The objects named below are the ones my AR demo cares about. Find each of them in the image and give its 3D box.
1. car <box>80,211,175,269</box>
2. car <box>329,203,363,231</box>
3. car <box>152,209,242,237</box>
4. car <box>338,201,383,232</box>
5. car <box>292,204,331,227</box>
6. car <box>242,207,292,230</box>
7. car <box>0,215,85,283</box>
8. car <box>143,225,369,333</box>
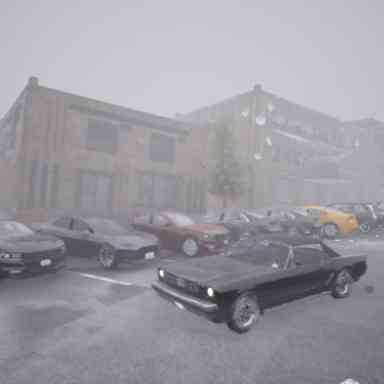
[{"bbox_3d":[-3.230,1.511,11.204,4.792,1.488,2.163,-1,-1,34],"label":"car"},{"bbox_3d":[6.246,1.512,18.121,5.008,1.535,2.097,-1,-1,34],"label":"car"},{"bbox_3d":[-0.885,1.490,12.957,5.008,1.535,2.097,-1,-1,34],"label":"car"},{"bbox_3d":[8.642,1.397,19.829,4.553,1.767,2.185,-1,-1,34],"label":"car"},{"bbox_3d":[3.870,1.506,16.395,4.892,1.521,2.231,-1,-1,34],"label":"car"},{"bbox_3d":[1.495,1.498,14.674,4.892,1.521,2.231,-1,-1,34],"label":"car"},{"bbox_3d":[-5.630,1.475,9.496,5.008,1.535,2.097,-1,-1,34],"label":"car"},{"bbox_3d":[1.586,1.614,6.929,4.718,1.301,1.895,0,0,-36],"label":"car"}]
